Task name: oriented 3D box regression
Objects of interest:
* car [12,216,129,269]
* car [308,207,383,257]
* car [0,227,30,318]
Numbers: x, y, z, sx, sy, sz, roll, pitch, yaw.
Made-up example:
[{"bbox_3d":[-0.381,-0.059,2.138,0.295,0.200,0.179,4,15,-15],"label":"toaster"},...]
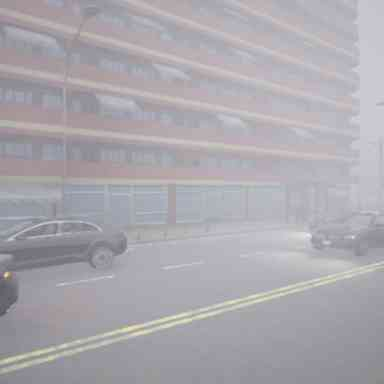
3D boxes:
[{"bbox_3d":[-4.250,1.484,9.547,4.902,1.511,2.128,0,0,-35],"label":"car"},{"bbox_3d":[6.595,1.499,12.907,4.674,1.442,1.812,0,0,-35],"label":"car"},{"bbox_3d":[-5.151,1.508,4.621,4.892,1.490,1.837,0,0,-35],"label":"car"}]
